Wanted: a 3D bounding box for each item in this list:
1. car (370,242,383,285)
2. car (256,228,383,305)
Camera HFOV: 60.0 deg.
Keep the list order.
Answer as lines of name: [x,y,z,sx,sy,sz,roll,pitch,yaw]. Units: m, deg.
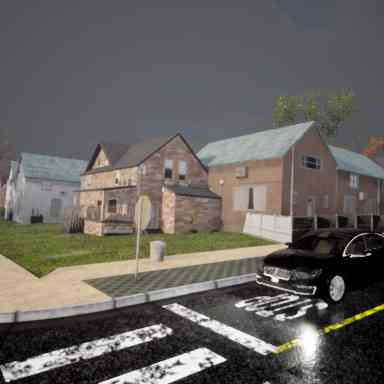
car: [6.011,1.736,6.818,5.357,1.411,2.033,2,-2,-37]
car: [3.790,1.740,8.757,4.892,1.490,1.837,2,-2,-36]
